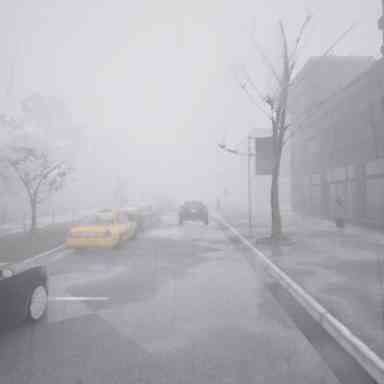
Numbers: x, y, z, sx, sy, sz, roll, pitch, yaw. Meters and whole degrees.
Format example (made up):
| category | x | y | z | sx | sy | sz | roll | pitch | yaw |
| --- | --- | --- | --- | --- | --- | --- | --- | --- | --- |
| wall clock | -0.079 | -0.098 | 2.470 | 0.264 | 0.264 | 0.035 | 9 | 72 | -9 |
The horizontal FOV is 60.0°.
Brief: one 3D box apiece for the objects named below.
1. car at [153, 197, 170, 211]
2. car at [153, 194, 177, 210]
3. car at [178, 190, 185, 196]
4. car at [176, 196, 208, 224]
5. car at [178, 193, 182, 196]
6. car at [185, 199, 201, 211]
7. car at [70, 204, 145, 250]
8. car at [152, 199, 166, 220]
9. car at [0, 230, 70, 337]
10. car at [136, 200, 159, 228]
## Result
| category | x | y | z | sx | sy | sz | roll | pitch | yaw |
| --- | --- | --- | --- | --- | --- | --- | --- | --- | --- |
| car | -3.639 | 1.548 | 31.962 | 2.097 | 1.535 | 5.008 | 0 | 0 | 2 |
| car | -3.635 | 1.284 | 40.915 | 2.435 | 2.045 | 5.566 | 0 | 0 | 2 |
| car | -3.597 | 1.155 | 84.814 | 2.185 | 1.767 | 4.553 | 2 | 2 | 2 |
| car | 0.110 | 1.392 | 25.372 | 2.097 | 1.767 | 4.553 | 0 | 0 | 0 |
| car | -3.620 | 1.522 | 65.421 | 1.946 | 1.575 | 5.366 | 0 | 1 | 2 |
| car | 0.116 | 1.620 | 42.961 | 1.994 | 1.385 | 4.181 | 0 | 0 | 0 |
| car | -3.638 | 1.522 | 14.483 | 1.946 | 1.575 | 5.366 | 0 | 0 | 2 |
| car | -3.641 | 1.559 | 26.421 | 2.231 | 1.521 | 4.892 | 0 | -1 | 2 |
| car | -3.650 | 1.507 | 4.230 | 2.097 | 1.535 | 5.008 | 0 | 0 | 2 |
| car | -3.644 | 1.549 | 20.865 | 2.097 | 1.535 | 5.008 | 0 | 0 | 2 |
